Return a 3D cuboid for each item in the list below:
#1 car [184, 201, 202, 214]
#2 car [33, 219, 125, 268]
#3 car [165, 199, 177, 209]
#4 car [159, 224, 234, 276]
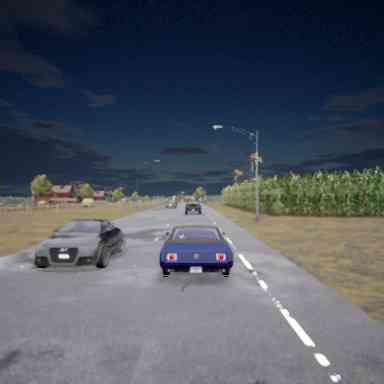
[{"bbox_3d":[0.137,1.809,40.598,1.837,1.490,4.892,0,0,0],"label":"car"},{"bbox_3d":[-3.590,1.618,11.293,1.994,1.385,4.181,0,0,0],"label":"car"},{"bbox_3d":[-3.449,2.010,56.060,2.128,1.511,4.902,0,-1,0],"label":"car"},{"bbox_3d":[0.108,1.650,10.444,1.895,1.301,4.718,0,0,0],"label":"car"}]
